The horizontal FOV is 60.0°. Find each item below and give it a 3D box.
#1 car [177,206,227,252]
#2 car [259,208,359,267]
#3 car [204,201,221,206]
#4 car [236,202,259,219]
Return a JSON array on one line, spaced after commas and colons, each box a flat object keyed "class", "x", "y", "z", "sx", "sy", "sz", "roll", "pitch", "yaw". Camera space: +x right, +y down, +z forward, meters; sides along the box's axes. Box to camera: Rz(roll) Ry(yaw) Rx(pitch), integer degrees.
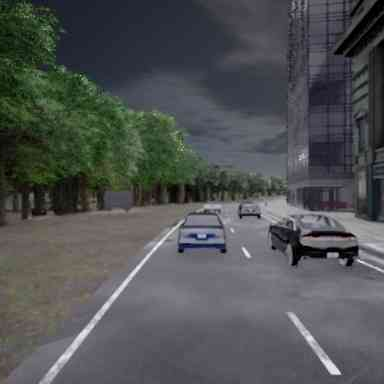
[{"class": "car", "x": 0.444, "y": 1.542, "z": 13.788, "sx": 2.033, "sy": 1.411, "sz": 5.357, "roll": 0, "pitch": 0, "yaw": 3}, {"class": "car", "x": 3.867, "y": 1.488, "z": 11.369, "sx": 2.128, "sy": 1.511, "sz": 4.902, "roll": 0, "pitch": 0, "yaw": 2}, {"class": "car", "x": 2.402, "y": 1.682, "z": 38.214, "sx": 1.895, "sy": 1.301, "sz": 4.718, "roll": 0, "pitch": 0, "yaw": 7}, {"class": "car", "x": 5.024, "y": 1.585, "z": 29.681, "sx": 2.033, "sy": 1.411, "sz": 5.357, "roll": 0, "pitch": 0, "yaw": 5}]
